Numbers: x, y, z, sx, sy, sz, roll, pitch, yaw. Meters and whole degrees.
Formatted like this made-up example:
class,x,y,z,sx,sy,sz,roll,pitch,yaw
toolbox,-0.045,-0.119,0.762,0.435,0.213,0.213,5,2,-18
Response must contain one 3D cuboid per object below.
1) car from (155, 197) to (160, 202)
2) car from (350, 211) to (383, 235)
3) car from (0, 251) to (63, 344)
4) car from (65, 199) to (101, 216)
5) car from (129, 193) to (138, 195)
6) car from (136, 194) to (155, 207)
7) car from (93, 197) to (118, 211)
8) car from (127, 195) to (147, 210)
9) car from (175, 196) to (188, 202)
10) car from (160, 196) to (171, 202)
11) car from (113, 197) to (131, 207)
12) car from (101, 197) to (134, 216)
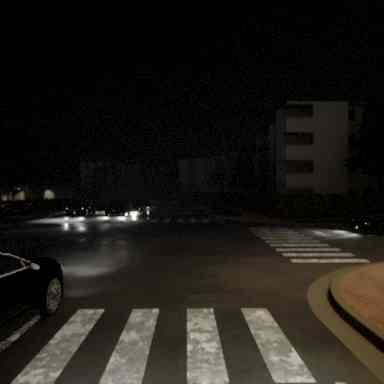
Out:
class,x,y,z,sx,sy,sz,roll,pitch,yaw
car,-8.166,1.162,67.764,2.033,1.411,5.357,0,0,-10
car,11.596,1.533,18.057,5.357,1.411,2.033,0,0,0
car,-3.411,1.493,4.562,2.128,1.511,4.902,0,0,0
car,-10.806,1.604,32.730,1.895,1.301,4.718,0,0,-1
car,-11.391,1.231,64.573,2.150,2.045,5.566,0,0,-5
car,-7.506,1.531,52.659,1.812,1.442,4.674,0,0,0
car,-10.903,1.482,42.123,1.882,1.535,5.008,0,0,0
car,-7.400,1.496,41.932,2.128,1.511,4.902,0,0,-1
car,-2.398,1.548,73.783,2.033,1.411,5.357,0,0,-17
car,-6.079,1.534,73.959,2.128,1.511,4.902,0,0,-17
car,-10.976,1.570,52.149,1.994,1.385,4.181,0,0,0
car,-7.265,1.509,32.797,1.837,1.490,4.892,0,0,-2
